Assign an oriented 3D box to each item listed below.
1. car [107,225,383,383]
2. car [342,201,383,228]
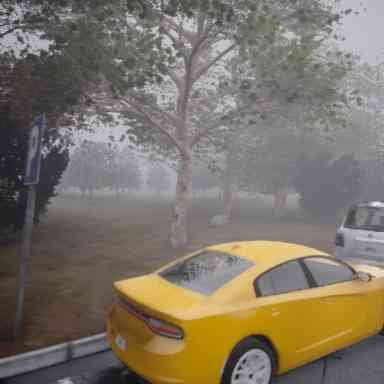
[{"bbox_3d":[1.295,1.487,4.981,5.008,1.535,2.097,0,0,-33],"label":"car"},{"bbox_3d":[5.858,1.247,8.236,5.566,2.045,2.435,0,0,-33],"label":"car"}]
